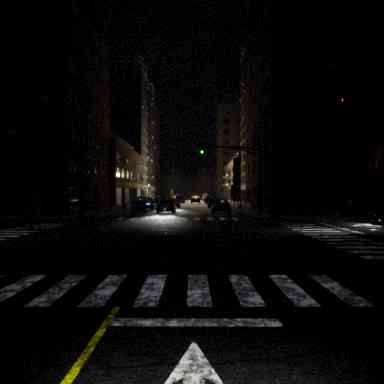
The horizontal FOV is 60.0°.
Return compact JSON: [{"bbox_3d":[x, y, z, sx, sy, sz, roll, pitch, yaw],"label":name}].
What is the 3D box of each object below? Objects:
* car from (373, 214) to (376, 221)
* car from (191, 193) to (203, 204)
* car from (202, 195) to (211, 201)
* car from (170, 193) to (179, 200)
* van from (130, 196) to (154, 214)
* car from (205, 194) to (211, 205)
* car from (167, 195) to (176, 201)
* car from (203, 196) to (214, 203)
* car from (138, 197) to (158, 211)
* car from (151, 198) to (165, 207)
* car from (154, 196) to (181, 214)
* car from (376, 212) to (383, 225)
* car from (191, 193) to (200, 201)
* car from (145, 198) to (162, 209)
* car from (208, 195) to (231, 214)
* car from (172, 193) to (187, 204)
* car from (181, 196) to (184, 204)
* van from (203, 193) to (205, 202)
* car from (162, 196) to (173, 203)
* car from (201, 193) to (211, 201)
[{"bbox_3d":[15.501,1.564,22.758,5.357,1.411,2.033,0,0,0],"label":"car"},{"bbox_3d":[0.712,1.492,65.505,2.128,1.511,4.902,0,0,1],"label":"car"},{"bbox_3d":[3.549,1.435,80.853,1.967,1.590,4.097,0,0,1],"label":"car"},{"bbox_3d":[-4.850,1.306,92.273,2.192,1.841,5.009,0,0,1],"label":"car"},{"bbox_3d":[-5.481,1.343,35.594,1.690,1.788,3.998,0,0,1],"label":"van"},{"bbox_3d":[3.171,1.442,46.839,1.967,1.590,4.097,0,0,1],"label":"car"},{"bbox_3d":[-4.978,1.521,80.767,1.752,1.417,4.829,0,0,1],"label":"car"},{"bbox_3d":[3.423,1.550,69.515,2.008,1.369,4.403,0,0,1],"label":"car"},{"bbox_3d":[-5.418,1.442,41.262,1.967,1.590,4.097,0,0,1],"label":"car"},{"bbox_3d":[-5.291,1.584,52.598,1.802,1.307,4.206,0,0,1],"label":"car"},{"bbox_3d":[-2.707,1.493,36.066,2.128,1.511,4.902,0,0,1],"label":"car"},{"bbox_3d":[13.821,1.619,19.511,4.718,1.301,1.895,0,0,0],"label":"car"},{"bbox_3d":[0.827,1.185,75.895,2.097,1.767,4.553,0,0,1],"label":"car"},{"bbox_3d":[-5.354,1.568,46.930,1.947,1.339,4.313,0,0,1],"label":"car"},{"bbox_3d":[3.045,1.441,35.501,1.967,1.590,4.097,0,0,1],"label":"car"},{"bbox_3d":[-2.370,1.507,63.317,1.837,1.490,4.892,0,0,1],"label":"car"},{"bbox_3d":[-2.588,1.603,46.560,1.895,1.301,4.718,0,0,1],"label":"car"},{"bbox_3d":[3.297,1.343,58.176,1.690,1.788,3.998,0,0,1],"label":"van"},{"bbox_3d":[-5.102,1.565,69.601,1.947,1.339,4.313,0,0,1],"label":"car"},{"bbox_3d":[3.612,1.308,86.521,2.192,1.841,5.009,0,0,1],"label":"car"}]
